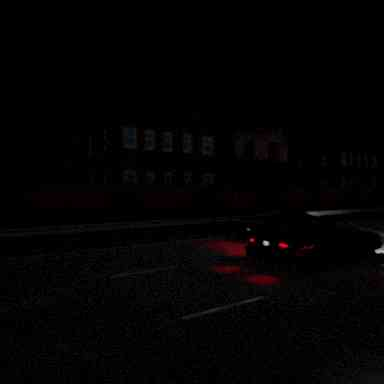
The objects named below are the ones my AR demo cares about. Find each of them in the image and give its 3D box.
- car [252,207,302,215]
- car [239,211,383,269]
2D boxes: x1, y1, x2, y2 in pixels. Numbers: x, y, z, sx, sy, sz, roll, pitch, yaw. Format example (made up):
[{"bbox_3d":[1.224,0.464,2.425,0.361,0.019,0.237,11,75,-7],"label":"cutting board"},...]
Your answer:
[{"bbox_3d":[4.435,1.469,15.549,5.008,1.535,1.882,1,0,-35],"label":"car"},{"bbox_3d":[4.218,1.540,11.122,5.357,1.411,2.033,0,0,-35],"label":"car"}]
